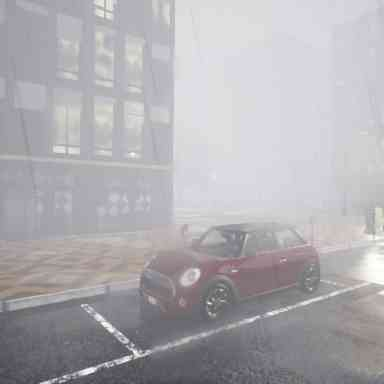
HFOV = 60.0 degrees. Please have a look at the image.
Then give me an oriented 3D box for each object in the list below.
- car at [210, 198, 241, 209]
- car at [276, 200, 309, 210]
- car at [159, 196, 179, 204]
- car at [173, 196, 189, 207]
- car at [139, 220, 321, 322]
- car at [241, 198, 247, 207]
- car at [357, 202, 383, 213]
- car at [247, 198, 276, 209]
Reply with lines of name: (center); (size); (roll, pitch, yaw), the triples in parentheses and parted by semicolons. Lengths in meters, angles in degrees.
car: (4.318, 1.678, 46.612); (2.008, 1.369, 4.403); (1, -1, -35)
car: (14.437, 1.806, 46.822); (1.802, 1.307, 4.206); (1, -1, -35)
car: (-5.225, 1.724, 74.591); (2.192, 1.841, 5.009); (1, -1, -35)
car: (-2.236, 1.733, 55.867); (1.887, 1.381, 4.507); (1, -1, -35)
car: (0.905, 1.442, 7.195); (4.097, 1.590, 1.967); (0, 1, -36)
car: (7.883, 1.726, 56.079); (1.967, 1.590, 4.097); (1, -1, -35)
car: (20.992, 1.730, 37.567); (1.947, 1.339, 4.313); (1, -1, -35)
car: (11.160, 1.800, 51.450); (1.887, 1.381, 4.507); (1, -1, -35)
